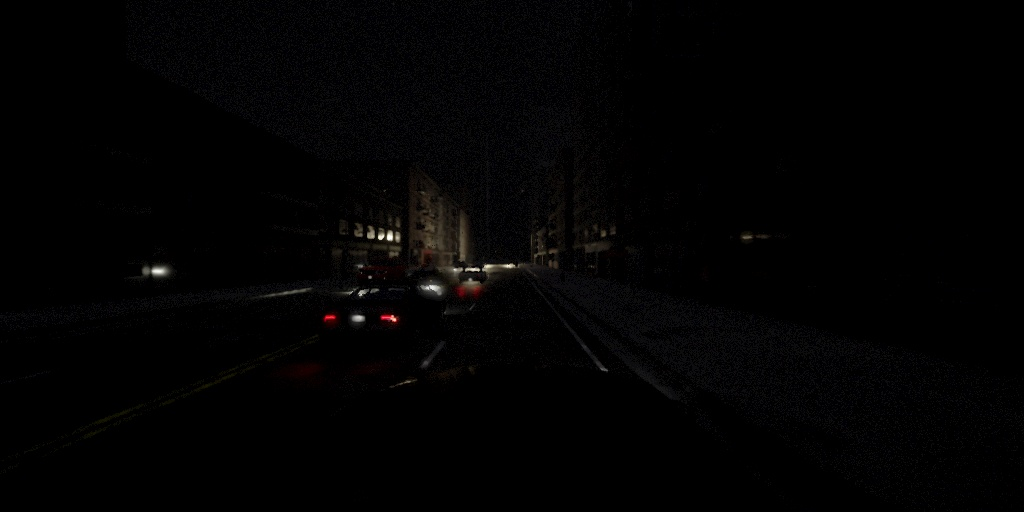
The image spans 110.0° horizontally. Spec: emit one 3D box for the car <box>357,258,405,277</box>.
[{"bbox_3d":[-9.834,1.147,27.611,2.150,2.045,5.566,0,-1,0],"label":"car"}]

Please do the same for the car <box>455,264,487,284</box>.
[{"bbox_3d":[-3.136,1.537,29.433,1.895,1.301,4.718,0,0,0],"label":"car"}]

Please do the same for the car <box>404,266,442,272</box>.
[{"bbox_3d":[-6.583,1.489,27.927,1.994,1.385,4.181,0,0,0],"label":"car"}]

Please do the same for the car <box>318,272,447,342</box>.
[{"bbox_3d":[-3.149,1.349,9.866,2.033,1.411,5.357,0,0,0],"label":"car"}]
